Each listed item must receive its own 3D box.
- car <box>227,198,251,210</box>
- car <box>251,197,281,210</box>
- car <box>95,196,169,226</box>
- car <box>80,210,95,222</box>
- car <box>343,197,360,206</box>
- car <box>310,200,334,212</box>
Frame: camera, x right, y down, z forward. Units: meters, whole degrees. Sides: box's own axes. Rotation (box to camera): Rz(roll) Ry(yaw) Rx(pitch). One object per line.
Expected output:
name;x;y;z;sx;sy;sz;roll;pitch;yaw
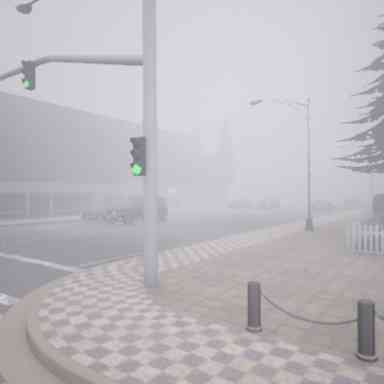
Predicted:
car;6.626;1.620;45.521;1.882;1.535;5.008;0;-1;36
car;10.118;1.471;44.368;2.097;1.767;4.553;0;0;36
car;-4.062;1.340;24.785;2.150;2.045;5.566;0;0;36
car;-6.702;1.743;27.104;1.895;1.301;4.718;0;0;36
car;26.343;1.550;54.820;1.882;1.535;5.008;0;0;36
car;15.721;1.636;40.084;1.994;1.385;4.181;0;0;36
